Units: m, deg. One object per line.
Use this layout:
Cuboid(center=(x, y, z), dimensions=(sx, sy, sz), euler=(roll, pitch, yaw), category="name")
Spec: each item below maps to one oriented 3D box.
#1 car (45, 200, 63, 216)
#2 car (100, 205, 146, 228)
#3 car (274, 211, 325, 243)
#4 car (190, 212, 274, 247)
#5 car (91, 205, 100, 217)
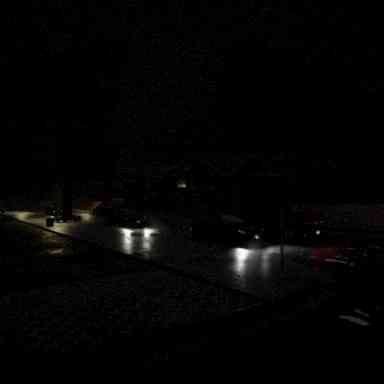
Cuboid(center=(-18.609, 2.155, 45.832), dimensions=(2.150, 2.045, 5.566), euler=(0, -1, -35), category="car")
Cuboid(center=(-5.490, 1.994, 27.107), dimensions=(1.882, 1.535, 5.008), euler=(0, 0, -35), category="car")
Cuboid(center=(4.530, 1.728, 17.580), dimensions=(2.128, 1.511, 4.902), euler=(0, -1, -35), category="car")
Cuboid(center=(1.635, 1.790, 16.877), dimensions=(1.812, 1.442, 4.674), euler=(0, -1, -33), category="car")
Cuboid(center=(-10.176, 2.218, 38.676), dimensions=(1.882, 1.535, 5.008), euler=(0, -1, -35), category="car")
